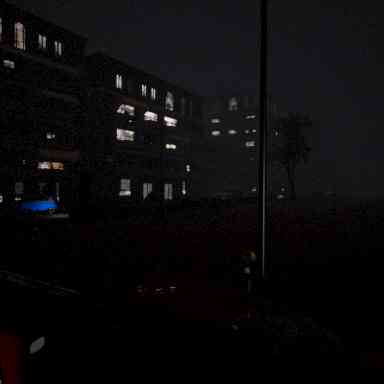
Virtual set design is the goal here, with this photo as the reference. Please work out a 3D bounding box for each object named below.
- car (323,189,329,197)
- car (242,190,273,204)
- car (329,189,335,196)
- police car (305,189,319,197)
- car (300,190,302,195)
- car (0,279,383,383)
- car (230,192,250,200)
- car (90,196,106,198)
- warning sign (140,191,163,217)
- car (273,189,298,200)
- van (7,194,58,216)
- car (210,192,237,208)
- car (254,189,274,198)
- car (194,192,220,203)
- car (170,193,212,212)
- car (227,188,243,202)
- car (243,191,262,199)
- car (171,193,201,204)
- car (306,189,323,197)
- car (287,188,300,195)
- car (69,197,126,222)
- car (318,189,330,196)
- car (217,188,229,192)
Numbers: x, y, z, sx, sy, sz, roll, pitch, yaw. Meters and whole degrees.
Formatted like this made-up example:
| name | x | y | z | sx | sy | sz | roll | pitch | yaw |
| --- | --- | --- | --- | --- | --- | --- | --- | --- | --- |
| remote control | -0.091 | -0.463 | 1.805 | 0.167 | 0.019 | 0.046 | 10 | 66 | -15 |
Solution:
| name | x | y | z | sx | sy | sz | roll | pitch | yaw |
| --- | --- | --- | --- | --- | --- | --- | --- | --- | --- |
| car | 28.362 | 0.361 | 74.008 | 2.008 | 1.369 | 4.403 | 2 | 2 | 35 |
| car | 9.263 | 0.877 | 46.592 | 2.008 | 1.369 | 4.403 | 2 | 2 | 35 |
| car | 34.729 | 0.079 | 83.145 | 1.967 | 1.590 | 4.097 | 2 | 2 | 35 |
| police car | 27.726 | 0.191 | 76.622 | 1.930 | 1.638 | 5.238 | 0 | 1 | 32 |
| car | 27.852 | 0.115 | 87.938 | 1.887 | 1.381 | 4.507 | 2 | 2 | 35 |
| car | -0.308 | 1.544 | 3.091 | 4.507 | 1.381 | 1.887 | 0 | 0 | 36 |
| car | 8.753 | 0.650 | 60.521 | 1.947 | 1.339 | 4.313 | 2 | 2 | 35 |
| car | -8.903 | 1.150 | 30.664 | 1.837 | 1.490 | 4.892 | 1 | 1 | 35 |
| warning sign | -3.033 | 0.851 | 24.820 | 1.300 | 1.860 | 1.060 | -1 | 0 | 35 |
| car | 15.727 | 0.676 | 55.870 | 1.752 | 1.417 | 4.829 | 2 | 2 | 35 |
| van | -13.526 | 1.035 | 28.529 | 1.690 | 1.788 | 3.998 | 2 | 2 | 35 |
| car | 2.896 | 1.051 | 37.452 | 2.008 | 1.369 | 4.403 | 2 | 2 | 35 |
| car | 15.123 | 0.227 | 69.654 | 2.192 | 1.841 | 5.009 | 2 | 2 | 35 |
| car | 2.387 | 0.808 | 51.382 | 2.008 | 1.369 | 4.403 | 2 | 2 | 35 |
| car | -0.287 | 1.132 | 32.882 | 1.887 | 1.381 | 4.507 | 2 | 2 | 35 |
| car | 7.516 | 0.644 | 48.724 | 2.097 | 1.767 | 4.553 | 1 | 1 | 35 |
| car | 11.840 | 0.526 | 64.950 | 1.752 | 1.417 | 4.829 | 2 | 2 | 35 |
| car | -0.796 | 0.910 | 46.812 | 1.947 | 1.339 | 4.313 | 2 | 2 | 35 |
| car | 25.180 | 0.446 | 69.440 | 2.008 | 1.369 | 4.403 | 2 | 2 | 35 |
| car | 24.672 | -0.029 | 83.362 | 2.192 | 1.841 | 5.009 | 2 | 2 | 35 |
| car | -6.653 | 1.329 | 23.745 | 1.947 | 1.339 | 4.313 | 2 | 2 | 35 |
| car | 33.656 | 0.069 | 84.792 | 1.801 | 1.575 | 5.366 | 1 | 1 | 35 |
| car | 5.297 | 0.481 | 50.938 | 2.150 | 2.045 | 5.566 | 1 | 1 | 35 |
